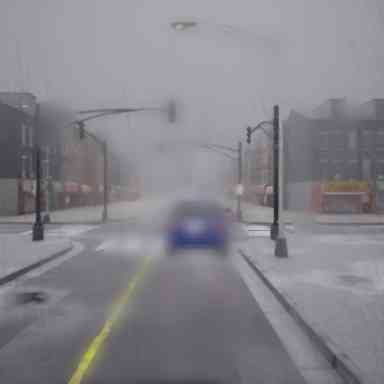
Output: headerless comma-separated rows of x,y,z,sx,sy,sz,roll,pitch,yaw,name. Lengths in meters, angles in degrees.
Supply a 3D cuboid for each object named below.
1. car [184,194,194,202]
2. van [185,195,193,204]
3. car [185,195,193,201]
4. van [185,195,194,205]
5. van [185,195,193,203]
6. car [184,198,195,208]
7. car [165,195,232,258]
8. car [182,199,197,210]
-0.692,1.516,80.074,2.192,1.841,5.009,0,0,-1,car
-0.572,1.507,68.864,1.690,1.788,3.998,0,0,-1,van
-0.812,1.680,91.284,1.967,1.590,4.097,0,0,-1,car
-0.512,1.491,63.258,1.690,1.788,3.998,0,0,-1,van
-0.632,1.524,74.469,1.690,1.788,3.998,0,0,-1,van
-0.392,1.646,52.217,1.752,1.417,4.829,0,0,-1,car
0.386,1.254,13.048,2.150,2.045,5.566,0,0,6,car
-0.330,1.673,46.442,1.947,1.339,4.313,0,0,-1,car
